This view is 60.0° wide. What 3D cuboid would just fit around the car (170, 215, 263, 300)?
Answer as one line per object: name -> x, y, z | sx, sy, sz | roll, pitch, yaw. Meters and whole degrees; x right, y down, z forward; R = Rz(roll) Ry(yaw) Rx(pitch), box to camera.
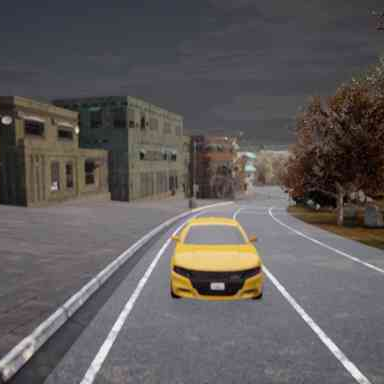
car -> 0.551, 1.435, 8.559 | 1.882, 1.535, 5.008 | 0, 0, 2
